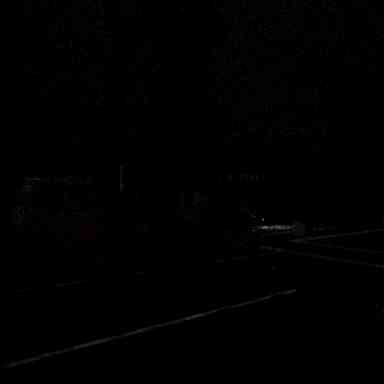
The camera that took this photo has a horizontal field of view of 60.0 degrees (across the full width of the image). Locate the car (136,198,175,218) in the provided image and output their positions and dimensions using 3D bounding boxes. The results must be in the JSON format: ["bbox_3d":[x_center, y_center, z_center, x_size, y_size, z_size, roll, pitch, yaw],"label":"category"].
[{"bbox_3d":[-4.049,1.648,35.916,2.150,2.045,5.566,0,-1,-37],"label":"car"}]

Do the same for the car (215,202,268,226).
[{"bbox_3d":[3.698,1.731,25.598,1.812,1.442,4.674,0,-1,-37],"label":"car"}]

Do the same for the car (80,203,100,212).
[{"bbox_3d":[-16.022,2.384,51.987,1.812,1.442,4.674,0,-1,-36],"label":"car"}]

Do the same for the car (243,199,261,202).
[{"bbox_3d":[11.597,2.036,64.343,1.970,1.475,3.806,0,-1,-37],"label":"car"}]
